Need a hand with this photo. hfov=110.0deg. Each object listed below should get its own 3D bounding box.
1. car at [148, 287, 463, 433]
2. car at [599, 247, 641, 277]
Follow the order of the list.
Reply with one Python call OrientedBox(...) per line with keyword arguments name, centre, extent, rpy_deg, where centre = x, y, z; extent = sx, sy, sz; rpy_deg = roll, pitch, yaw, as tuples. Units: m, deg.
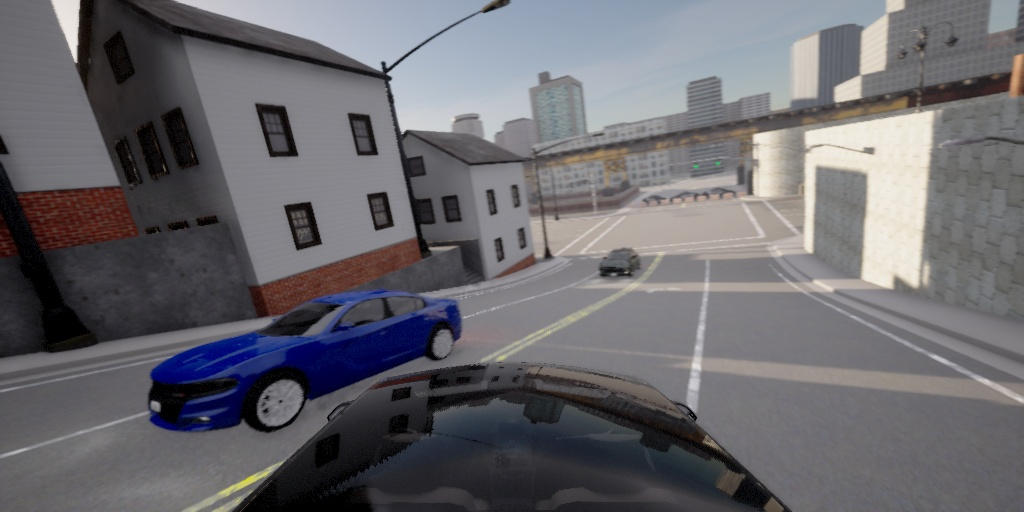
OrientedBox(name="car", centre=(-2.918, 1.394, 6.330), extent=(1.882, 1.535, 5.008), rpy_deg=(-3, 0, 30))
OrientedBox(name="car", centre=(7.474, 0.321, 24.715), extent=(2.097, 1.767, 4.553), rpy_deg=(-2, 6, 29))
